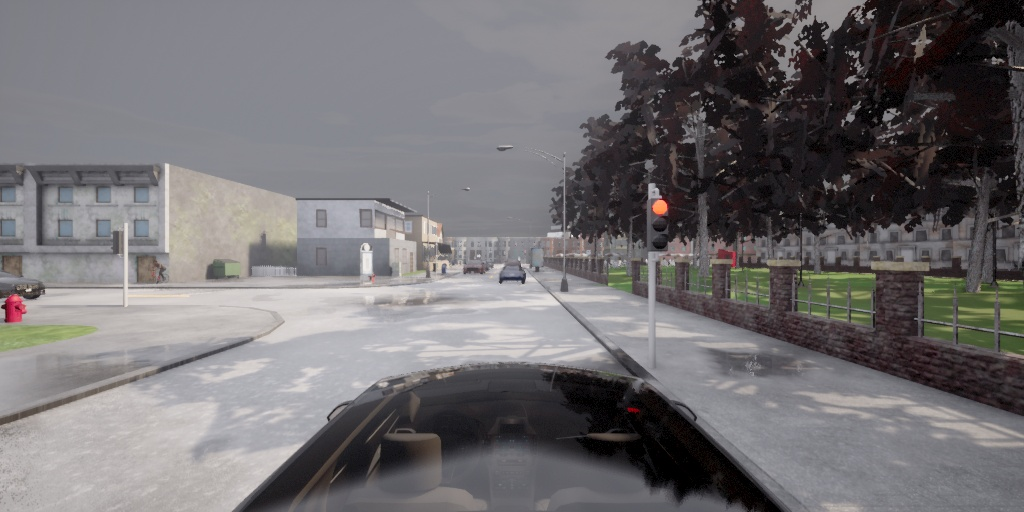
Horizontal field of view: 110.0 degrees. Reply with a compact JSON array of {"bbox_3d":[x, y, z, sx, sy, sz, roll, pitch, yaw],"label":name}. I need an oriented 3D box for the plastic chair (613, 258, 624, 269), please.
[{"bbox_3d":[16.012,1.296,54.021,0.750,1.272,0.730,0,0,-40],"label":"plastic chair"}]

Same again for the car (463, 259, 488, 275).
[{"bbox_3d":[-4.109,1.102,39.527,2.097,1.767,4.553,0,0,0],"label":"car"}]

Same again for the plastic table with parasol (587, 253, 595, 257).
[{"bbox_3d":[14.655,0.673,63.233,2.482,2.480,2.482,0,0,-42],"label":"plastic table with parasol"}]

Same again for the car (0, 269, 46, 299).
[{"bbox_3d":[-23.656,1.255,15.746,4.892,1.490,1.837,0,0,0],"label":"car"}]

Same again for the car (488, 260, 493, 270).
[{"bbox_3d":[-4.108,1.297,49.042,2.033,1.411,5.357,0,0,0],"label":"car"}]

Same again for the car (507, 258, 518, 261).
[{"bbox_3d":[0.092,1.102,49.109,2.097,1.767,4.553,0,0,0],"label":"car"}]

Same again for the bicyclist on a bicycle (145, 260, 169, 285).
[{"bbox_3d":[-23.867,1.098,24.144,0.582,1.620,1.656,0,0,0],"label":"bicyclist on a bicycle"}]

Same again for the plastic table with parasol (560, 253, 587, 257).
[{"bbox_3d":[9.959,0.684,57.757,2.482,2.480,2.482,0,0,-40],"label":"plastic table with parasol"}]

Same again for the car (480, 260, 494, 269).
[{"bbox_3d":[-4.087,1.314,58.893,1.994,1.385,4.181,0,0,0],"label":"car"}]

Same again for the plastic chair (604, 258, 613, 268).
[{"bbox_3d":[14.306,1.306,54.117,0.730,1.272,0.750,0,0,-35],"label":"plastic chair"}]

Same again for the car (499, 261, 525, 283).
[{"bbox_3d":[0.029,1.314,27.927,1.994,1.385,4.181,0,0,1],"label":"car"}]

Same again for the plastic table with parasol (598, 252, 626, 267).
[{"bbox_3d":[15.279,0.694,55.020,2.482,2.480,2.482,0,0,-40],"label":"plastic table with parasol"}]
